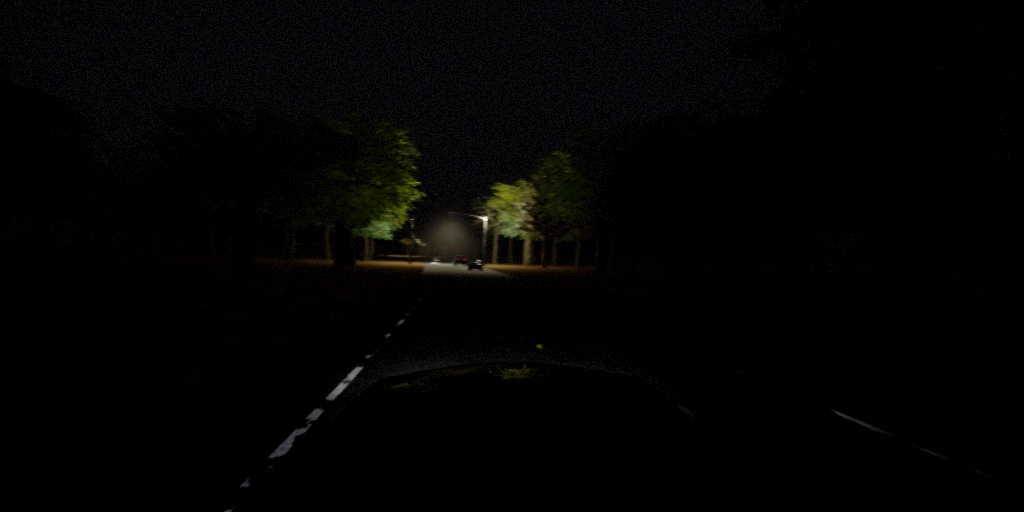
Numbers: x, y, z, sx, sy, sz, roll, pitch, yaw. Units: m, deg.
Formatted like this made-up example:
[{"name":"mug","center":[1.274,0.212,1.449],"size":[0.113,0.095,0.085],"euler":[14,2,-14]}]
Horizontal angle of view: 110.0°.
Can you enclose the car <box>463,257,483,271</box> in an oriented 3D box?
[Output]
[{"name":"car","center":[-5.179,1.287,49.919],"size":[2.128,1.511,4.902],"euler":[2,0,-13]}]
